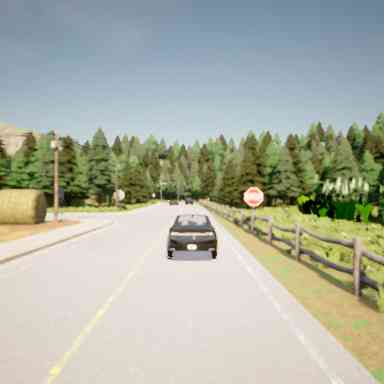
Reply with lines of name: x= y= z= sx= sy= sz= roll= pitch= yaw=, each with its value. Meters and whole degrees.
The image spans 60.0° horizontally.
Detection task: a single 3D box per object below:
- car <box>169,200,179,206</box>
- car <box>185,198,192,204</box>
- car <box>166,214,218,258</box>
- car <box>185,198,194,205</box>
car: x=-3.966 y=2.368 z=73.044 sx=1.994 sy=1.385 sz=4.181 roll=0 pitch=-1 yaw=-2
car: x=-0.933 y=2.369 z=89.950 sx=1.837 sy=1.490 sz=4.892 roll=0 pitch=-1 yaw=-2
car: x=0.024 y=1.643 z=13.487 sx=2.128 sy=1.511 sz=4.902 roll=0 pitch=0 yaw=1
car: x=-0.647 y=2.410 z=79.651 sx=1.812 sy=1.442 sz=4.674 roll=0 pitch=-1 yaw=-2
